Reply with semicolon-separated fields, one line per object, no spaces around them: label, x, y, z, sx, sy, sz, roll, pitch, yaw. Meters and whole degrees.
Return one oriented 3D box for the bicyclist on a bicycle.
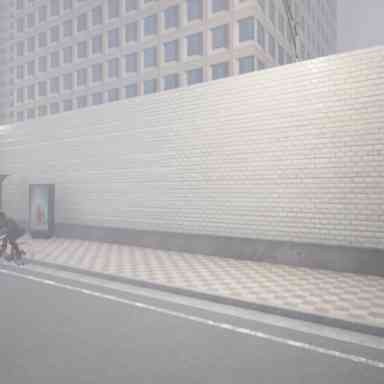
bicyclist on a bicycle;-5.329;1.401;9.581;0.582;1.620;1.656;0;0;33
